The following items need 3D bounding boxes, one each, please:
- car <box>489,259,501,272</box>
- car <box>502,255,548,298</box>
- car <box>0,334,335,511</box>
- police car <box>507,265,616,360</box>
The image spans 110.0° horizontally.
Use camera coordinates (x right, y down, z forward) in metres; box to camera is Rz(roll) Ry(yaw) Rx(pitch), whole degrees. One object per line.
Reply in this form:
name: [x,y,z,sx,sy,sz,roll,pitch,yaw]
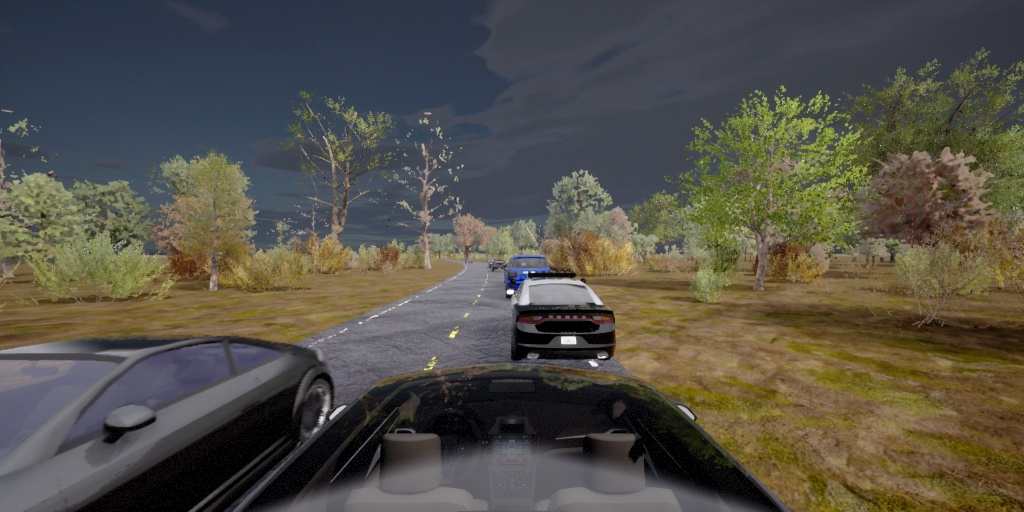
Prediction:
car: [-1.737,1.254,46.942,1.837,1.490,4.892,0,0,-5]
car: [0.736,0.972,18.411,2.150,2.045,5.566,0,0,-2]
car: [-3.043,1.313,2.449,1.994,1.385,4.181,0,0,0]
police car: [0.908,1.174,8.443,1.930,1.638,5.238,0,0,0]
